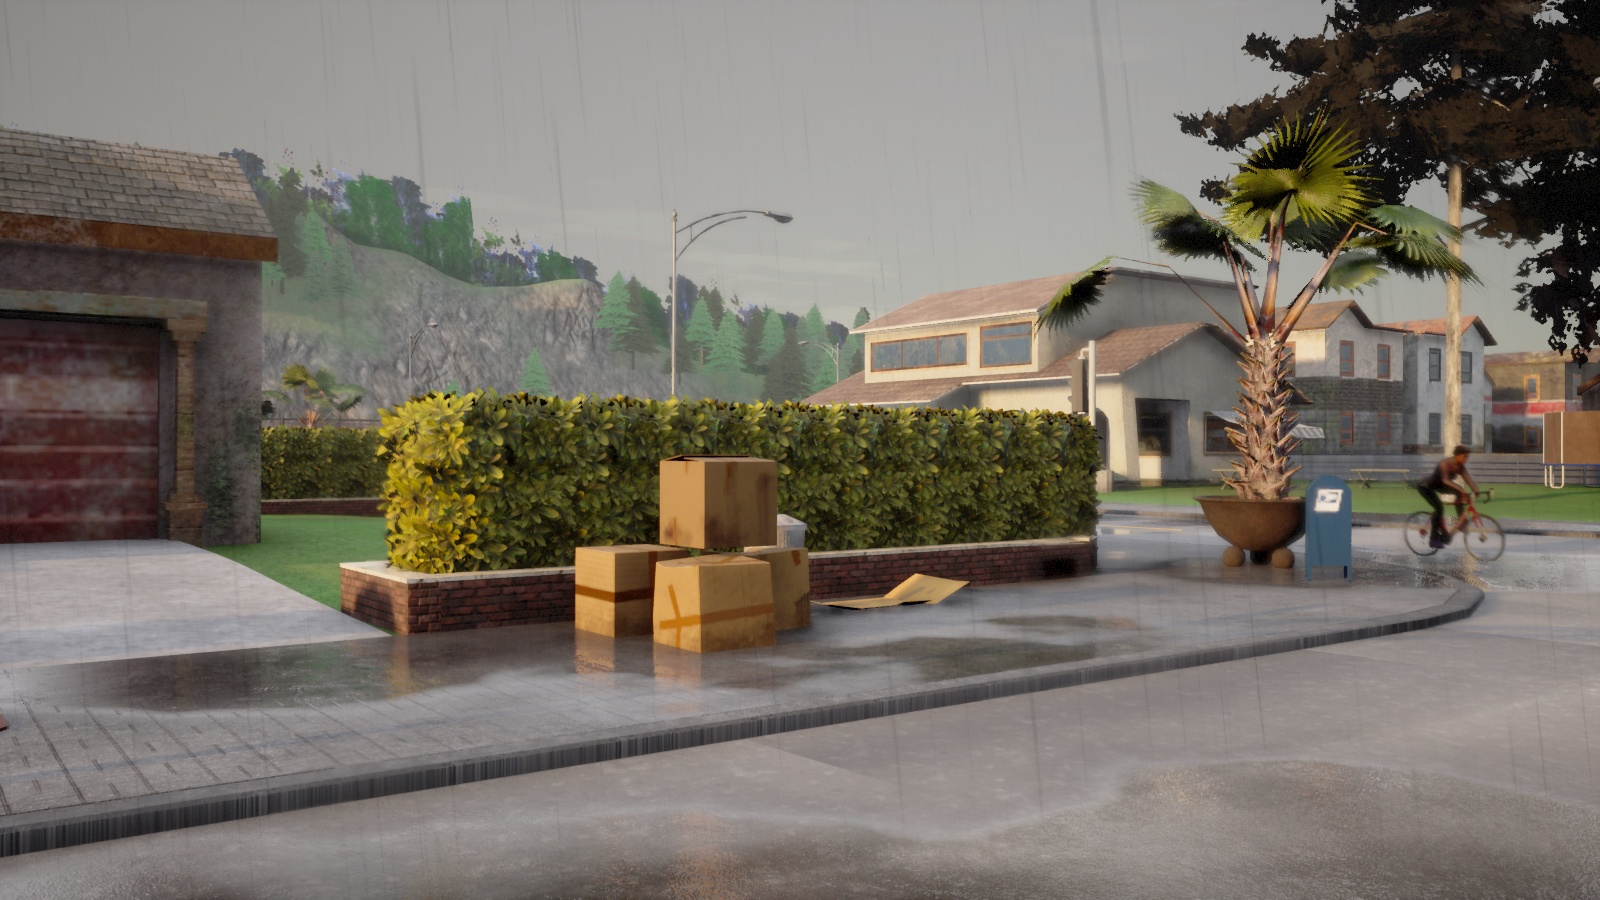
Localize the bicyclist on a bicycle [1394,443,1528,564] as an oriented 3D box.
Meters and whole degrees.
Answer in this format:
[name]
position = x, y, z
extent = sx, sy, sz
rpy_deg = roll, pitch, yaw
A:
[bicyclist on a bicycle]
position = 9.343, 0.721, 17.809
extent = 0.582, 1.620, 1.656
rpy_deg = -2, 1, -24
